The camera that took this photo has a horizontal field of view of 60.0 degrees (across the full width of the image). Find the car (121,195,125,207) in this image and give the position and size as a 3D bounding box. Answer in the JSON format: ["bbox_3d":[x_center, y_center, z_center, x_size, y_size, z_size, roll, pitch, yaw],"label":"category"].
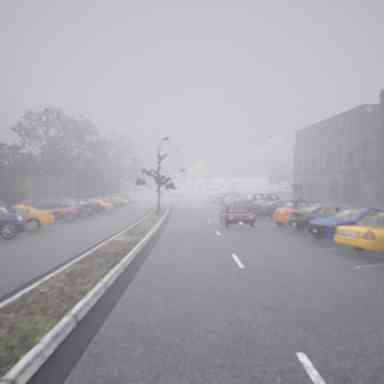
[{"bbox_3d":[-11.526,1.518,42.663,4.674,1.452,2.002,-1,0,-23],"label":"car"}]

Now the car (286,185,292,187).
[{"bbox_3d":[22.845,-0.462,76.354,2.435,2.045,5.566,-7,4,-30],"label":"car"}]

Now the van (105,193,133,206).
[{"bbox_3d":[-12.606,1.242,57.474,4.442,1.987,1.878,-1,0,-25],"label":"van"}]

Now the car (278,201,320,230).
[{"bbox_3d":[7.662,1.465,18.442,4.892,1.521,2.231,1,0,-21],"label":"car"}]

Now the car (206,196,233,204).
[{"bbox_3d":[5.268,1.445,63.643,4.792,1.488,2.163,1,0,-26],"label":"car"}]

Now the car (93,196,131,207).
[{"bbox_3d":[-12.353,1.473,51.446,5.366,1.575,1.946,-1,0,-24],"label":"car"}]

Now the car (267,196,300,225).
[{"bbox_3d":[7.601,1.334,21.461,4.553,1.767,2.185,1,0,-21],"label":"car"}]

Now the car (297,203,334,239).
[{"bbox_3d":[7.719,1.468,15.424,5.008,1.535,2.097,1,0,-21],"label":"car"}]

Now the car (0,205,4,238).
[{"bbox_3d":[-10.476,1.496,13.056,4.892,1.521,2.231,-1,0,-20],"label":"car"}]

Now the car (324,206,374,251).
[{"bbox_3d":[7.905,1.470,12.481,5.366,1.575,1.946,1,0,-20],"label":"car"}]

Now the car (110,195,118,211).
[{"bbox_3d":[-11.353,1.480,36.676,5.366,1.575,1.946,-1,0,-23],"label":"car"}]

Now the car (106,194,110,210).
[{"bbox_3d":[-11.068,1.357,33.785,4.553,1.767,2.185,-1,0,-22],"label":"car"}]

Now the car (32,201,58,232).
[{"bbox_3d":[-10.552,1.491,18.989,5.008,1.535,2.097,-1,0,-21],"label":"car"}]

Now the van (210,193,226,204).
[{"bbox_3d":[5.823,1.192,54.595,4.442,1.987,1.878,1,0,-25],"label":"van"}]

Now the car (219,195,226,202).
[{"bbox_3d":[6.606,1.470,45.609,4.674,1.452,2.002,1,0,-24],"label":"car"}]

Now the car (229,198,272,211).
[{"bbox_3d":[6.963,1.477,39.582,4.674,1.452,2.002,1,0,-23],"label":"car"}]

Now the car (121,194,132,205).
[{"bbox_3d":[-11.784,1.468,48.652,5.366,1.575,1.946,-1,0,-24],"label":"car"}]

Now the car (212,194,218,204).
[{"bbox_3d":[6.176,1.424,51.636,4.892,1.521,2.231,1,0,-25],"label":"car"}]

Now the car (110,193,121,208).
[{"bbox_3d":[-11.320,1.353,39.718,4.553,1.767,2.185,-1,0,-23],"label":"car"}]

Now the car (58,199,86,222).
[{"bbox_3d":[-10.728,1.518,24.898,4.792,1.488,2.163,-1,0,-22],"label":"car"}]

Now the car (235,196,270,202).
[{"bbox_3d":[7.265,1.445,33.541,5.008,1.535,2.097,1,0,-23],"label":"car"}]

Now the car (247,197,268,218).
[{"bbox_3d":[7.472,1.452,27.507,5.008,1.535,2.097,1,0,-22],"label":"car"}]

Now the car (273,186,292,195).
[{"bbox_3d":[19.898,0.118,75.835,2.002,1.452,4.674,-7,4,-30],"label":"car"}]

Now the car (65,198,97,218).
[{"bbox_3d":[-10.765,1.515,27.892,4.792,1.488,2.163,-1,0,-22],"label":"car"}]

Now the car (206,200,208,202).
[{"bbox_3d":[5.214,1.407,60.582,5.366,1.575,1.946,1,0,-26],"label":"car"}]

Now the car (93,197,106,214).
[{"bbox_3d":[-10.898,1.484,30.834,5.008,1.535,2.097,-1,0,-22],"label":"car"}]

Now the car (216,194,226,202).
[{"bbox_3d":[6.390,1.466,48.626,4.674,1.452,2.002,1,0,-24],"label":"car"}]

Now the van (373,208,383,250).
[{"bbox_3d":[7.641,1.247,9.353,4.442,1.987,1.878,1,0,-20],"label":"van"}]

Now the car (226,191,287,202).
[{"bbox_3d":[7.101,1.189,36.545,5.566,2.045,2.435,1,0,-23],"label":"car"}]

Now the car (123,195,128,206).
[{"bbox_3d":[-11.729,1.516,45.617,4.674,1.452,2.002,-1,0,-24],"label":"car"}]

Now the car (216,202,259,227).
[{"bbox_3d":[2.924,1.579,22.440,1.895,1.301,4.718,0,0,-1],"label":"car"}]

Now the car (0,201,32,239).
[{"bbox_3d":[-10.487,1.367,16.033,4.553,1.767,2.185,-1,0,-21],"label":"car"}]

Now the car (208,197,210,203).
[{"bbox_3d":[5.692,1.291,57.668,4.553,1.767,2.185,1,0,-25],"label":"car"}]
